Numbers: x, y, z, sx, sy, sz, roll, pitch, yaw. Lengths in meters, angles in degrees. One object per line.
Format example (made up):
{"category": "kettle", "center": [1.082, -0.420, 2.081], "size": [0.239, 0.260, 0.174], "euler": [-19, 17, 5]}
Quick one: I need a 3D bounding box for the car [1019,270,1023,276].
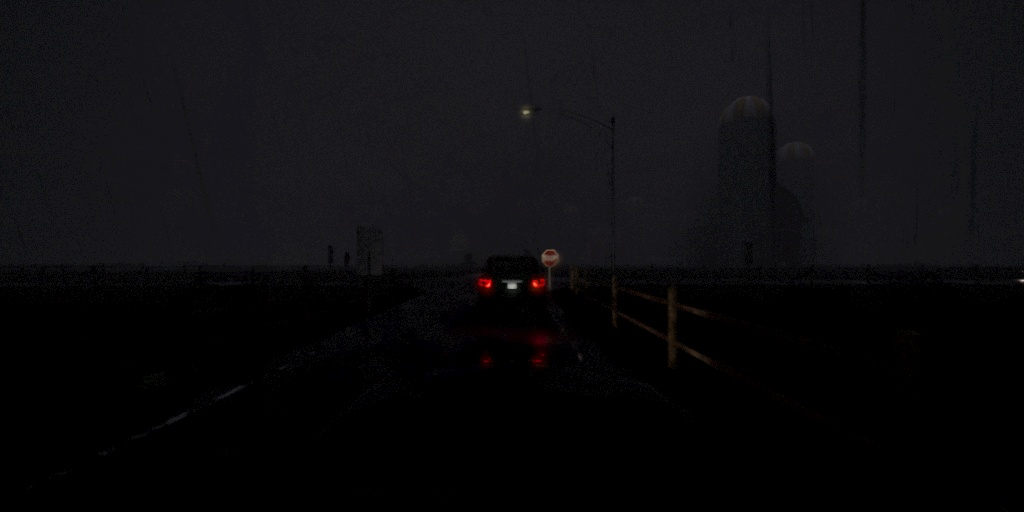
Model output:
{"category": "car", "center": [42.650, 1.259, 27.505], "size": [4.674, 1.442, 1.812], "euler": [0, 0, 0]}

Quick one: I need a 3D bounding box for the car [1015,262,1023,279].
{"category": "car", "center": [46.661, 1.263, 30.301], "size": [5.357, 1.411, 2.033], "euler": [0, 0, 1]}

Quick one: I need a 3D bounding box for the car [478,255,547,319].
{"category": "car", "center": [0.031, 0.981, 13.031], "size": [2.150, 2.045, 5.566], "euler": [0, 0, 1]}

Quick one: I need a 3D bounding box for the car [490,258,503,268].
{"category": "car", "center": [-2.767, 1.282, 64.614], "size": [2.097, 1.767, 4.553], "euler": [0, 0, 1]}
